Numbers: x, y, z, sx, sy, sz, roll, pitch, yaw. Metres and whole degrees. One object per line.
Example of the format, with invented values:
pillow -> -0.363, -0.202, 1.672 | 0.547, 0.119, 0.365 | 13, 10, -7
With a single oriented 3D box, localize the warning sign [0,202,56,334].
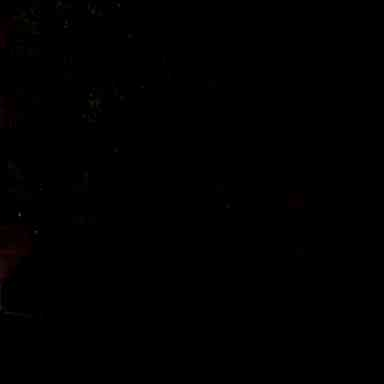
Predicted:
warning sign -> -3.069, 1.117, 5.289 | 1.060, 1.860, 1.300 | 1, 0, 36
